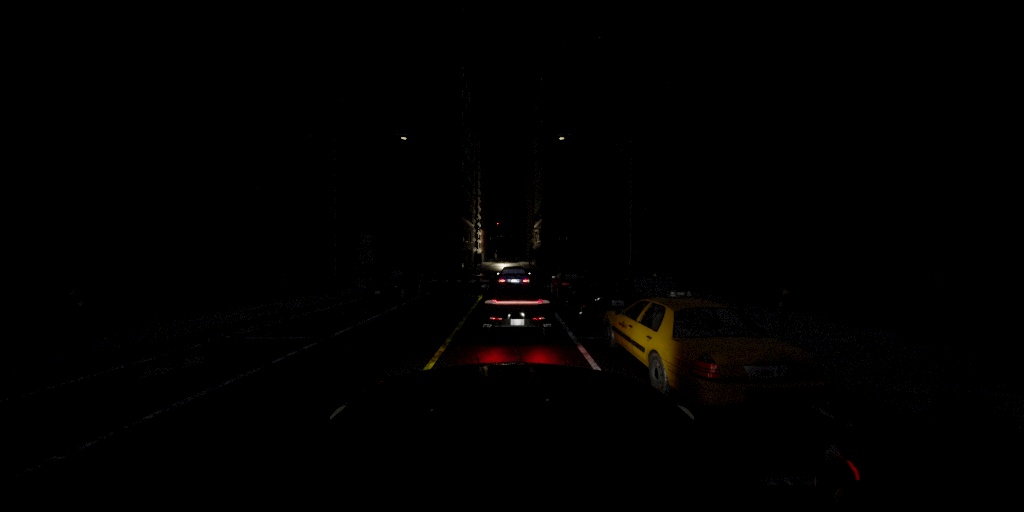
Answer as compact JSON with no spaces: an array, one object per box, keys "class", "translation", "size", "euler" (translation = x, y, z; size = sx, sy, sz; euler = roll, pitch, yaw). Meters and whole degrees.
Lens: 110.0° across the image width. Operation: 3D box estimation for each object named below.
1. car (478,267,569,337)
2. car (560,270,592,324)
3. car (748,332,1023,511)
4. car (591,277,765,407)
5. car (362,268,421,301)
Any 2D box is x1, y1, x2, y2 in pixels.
[{"class":"car","translation":[0.104,1.239,10.301],"size":[2.128,1.511,4.902],"euler":[0,0,0]},{"class":"car","translation":[2.876,1.313,11.776],"size":[1.948,1.339,4.313],"euler":[0,0,0]},{"class":"car","translation":[2.873,1.301,0.604],"size":[2.007,1.370,4.403],"euler":[0,0,0]},{"class":"car","translation":[2.874,1.274,6.360],"size":[1.751,1.417,4.829],"euler":[0,0,0]},{"class":"car","translation":[-5.668,1.290,17.361],"size":[1.888,1.381,4.507],"euler":[0,0,0]}]
